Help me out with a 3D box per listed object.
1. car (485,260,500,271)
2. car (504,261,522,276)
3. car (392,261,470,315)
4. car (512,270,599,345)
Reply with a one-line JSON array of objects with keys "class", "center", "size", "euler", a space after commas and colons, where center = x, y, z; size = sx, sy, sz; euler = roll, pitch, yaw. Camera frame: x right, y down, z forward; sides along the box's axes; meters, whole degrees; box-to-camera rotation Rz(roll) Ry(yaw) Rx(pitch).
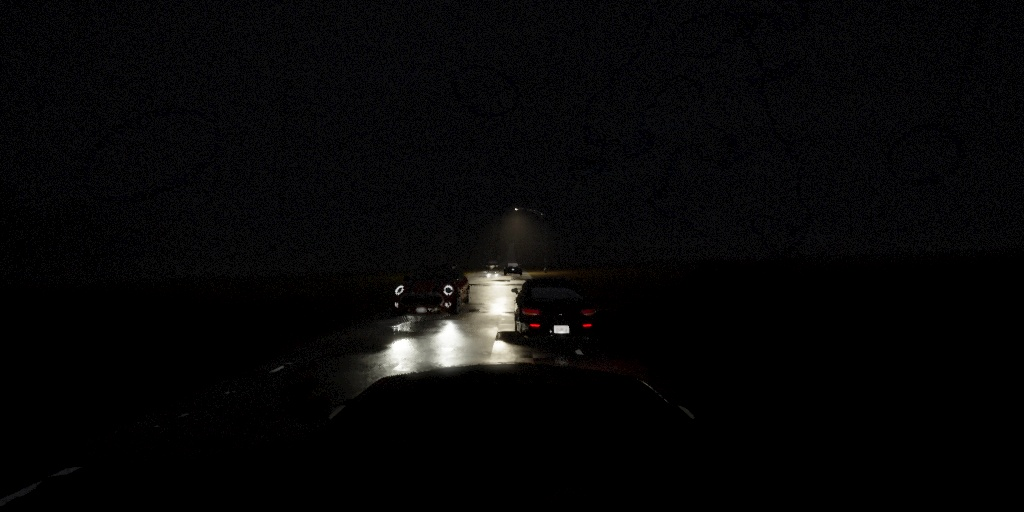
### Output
[{"class": "car", "center": [-2.691, 1.361, 50.729], "size": [2.128, 1.511, 4.902], "euler": [0, 0, 0]}, {"class": "car", "center": [0.121, 1.374, 38.934], "size": [1.994, 1.385, 4.181], "euler": [0, 0, 1]}, {"class": "car", "center": [-2.835, 1.096, 13.435], "size": [2.097, 1.767, 4.553], "euler": [0, 0, 0]}, {"class": "car", "center": [0.973, 1.272, 9.327], "size": [1.812, 1.442, 4.674], "euler": [0, 0, 0]}]
